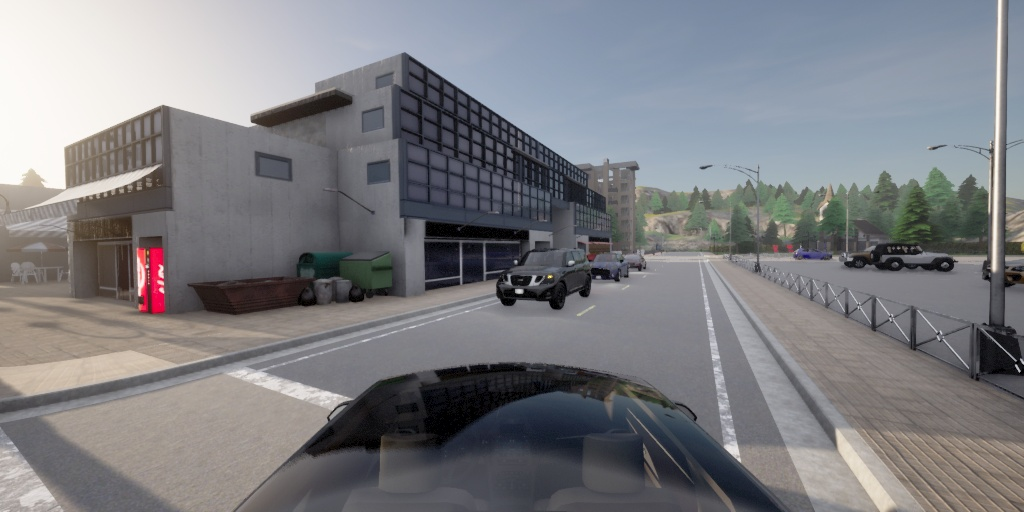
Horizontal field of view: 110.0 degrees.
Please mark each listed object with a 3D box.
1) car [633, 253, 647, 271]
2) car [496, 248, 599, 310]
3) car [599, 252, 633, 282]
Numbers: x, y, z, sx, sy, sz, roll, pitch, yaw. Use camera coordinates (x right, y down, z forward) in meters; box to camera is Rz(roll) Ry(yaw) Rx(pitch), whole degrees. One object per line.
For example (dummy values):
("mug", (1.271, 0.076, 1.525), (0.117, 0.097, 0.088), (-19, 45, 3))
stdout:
("car", (10.707, 0.507, 31.726), (1.812, 1.442, 4.674), (0, 1, 28))
("car", (1.494, 0.710, 13.897), (2.150, 2.045, 5.566), (0, 1, 27))
("car", (6.007, 0.592, 22.637), (2.097, 1.767, 4.553), (0, 1, 27))
